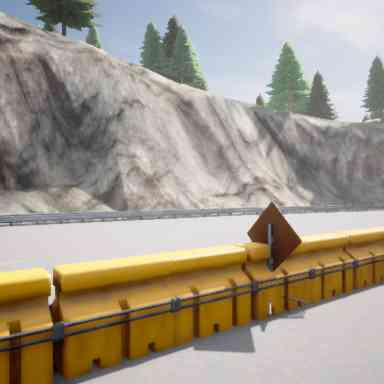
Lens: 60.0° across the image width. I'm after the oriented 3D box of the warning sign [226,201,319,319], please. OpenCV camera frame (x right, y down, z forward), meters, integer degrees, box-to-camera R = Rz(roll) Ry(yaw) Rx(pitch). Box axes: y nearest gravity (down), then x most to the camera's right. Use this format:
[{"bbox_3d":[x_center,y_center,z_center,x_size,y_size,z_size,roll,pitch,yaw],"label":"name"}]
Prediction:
[{"bbox_3d":[1.461,1.112,6.162,1.060,1.860,1.300,0,0,-34],"label":"warning sign"}]
